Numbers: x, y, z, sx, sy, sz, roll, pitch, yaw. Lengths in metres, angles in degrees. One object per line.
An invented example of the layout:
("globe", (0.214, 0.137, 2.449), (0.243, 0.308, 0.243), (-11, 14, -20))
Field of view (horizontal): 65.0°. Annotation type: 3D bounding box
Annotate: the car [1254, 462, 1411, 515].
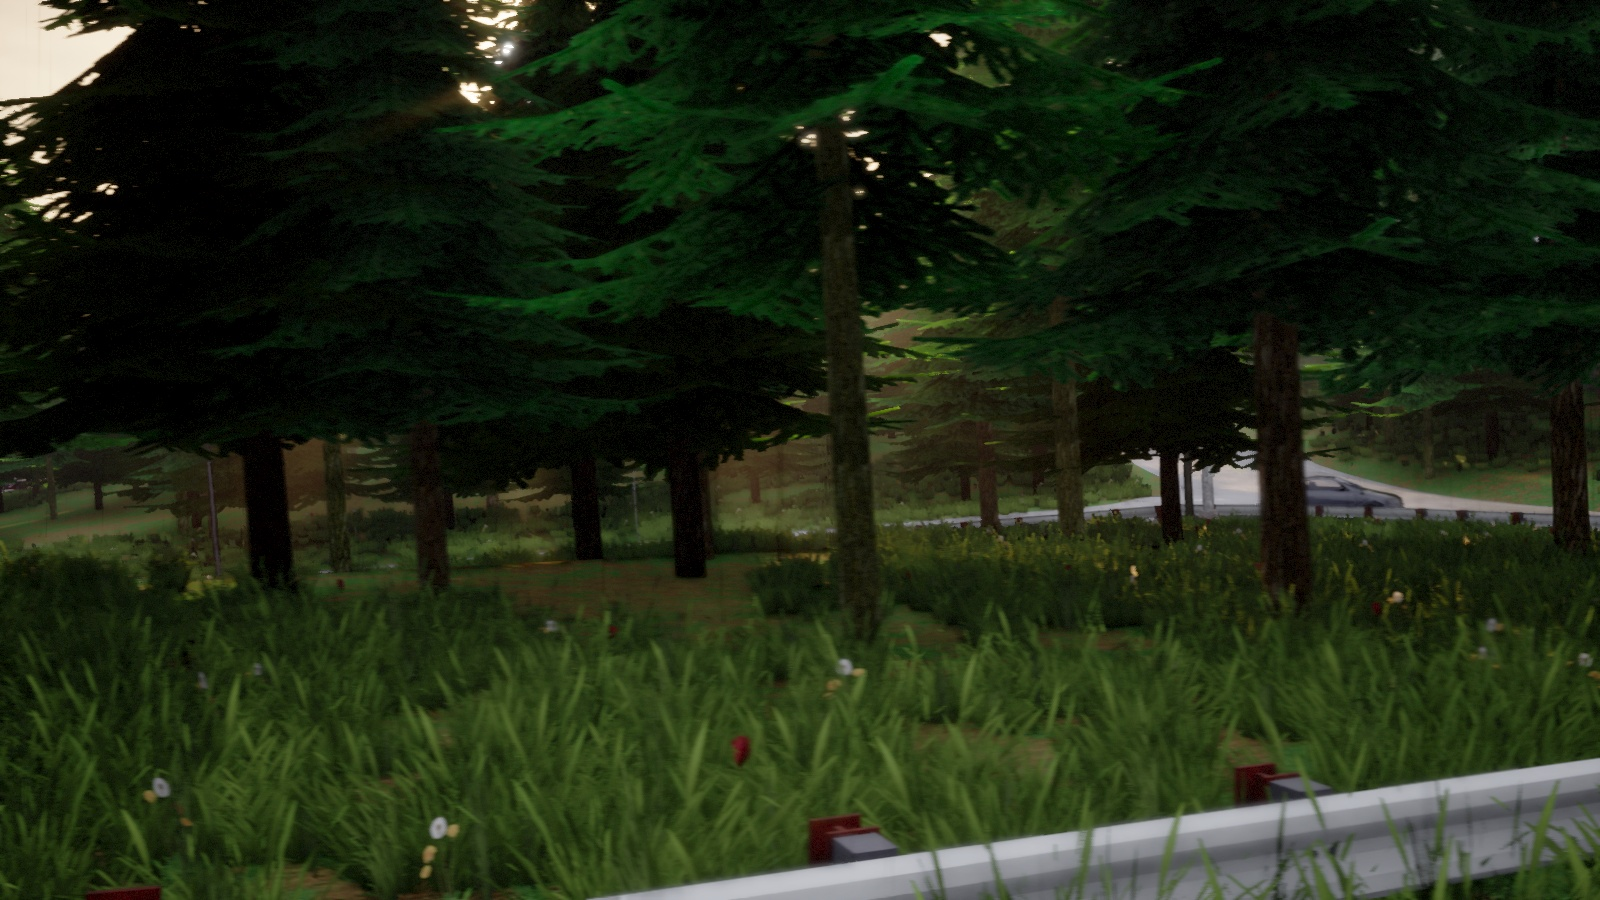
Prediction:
("car", (16.162, 1.135, 38.119), (4.181, 1.385, 1.994), (0, 3, 29))
